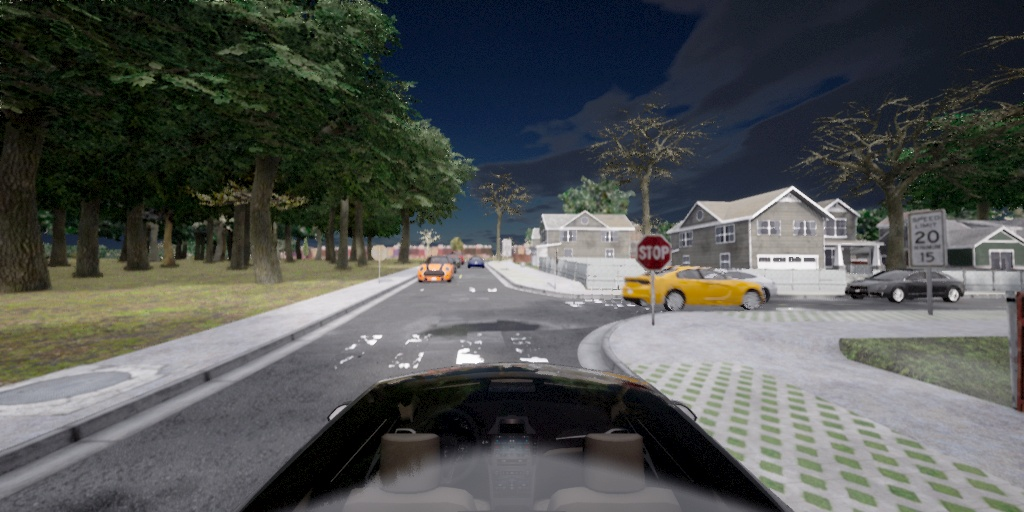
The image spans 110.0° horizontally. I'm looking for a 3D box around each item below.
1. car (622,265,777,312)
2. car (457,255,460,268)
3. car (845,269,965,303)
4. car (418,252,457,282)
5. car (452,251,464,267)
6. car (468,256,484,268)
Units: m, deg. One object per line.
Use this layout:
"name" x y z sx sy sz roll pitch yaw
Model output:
"car" 6.455 1.114 12.813 5.008 1.535 1.882 1 -3 -13
"car" -6.113 0.855 33.293 1.994 1.385 4.181 0 1 -6
"car" 18.469 1.382 16.946 4.892 1.490 1.837 0 -2 -6
"car" -5.056 0.777 24.282 2.097 1.767 4.553 0 1 -7
"car" -7.220 0.517 43.033 2.097 1.767 4.553 0 1 -6
"car" -4.480 0.725 44.555 1.994 1.385 4.181 0 1 -7
